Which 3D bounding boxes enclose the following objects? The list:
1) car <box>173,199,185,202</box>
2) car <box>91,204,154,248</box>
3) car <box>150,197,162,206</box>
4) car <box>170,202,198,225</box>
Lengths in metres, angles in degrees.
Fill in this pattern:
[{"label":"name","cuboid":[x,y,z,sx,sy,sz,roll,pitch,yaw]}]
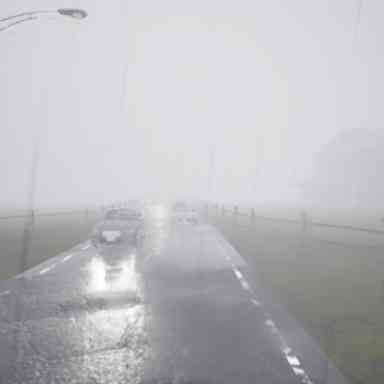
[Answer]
[{"label":"car","cuboid":[-1.526,1.578,38.834,1.837,1.490,4.892,0,0,-4]},{"label":"car","cuboid":[-3.140,1.514,15.018,2.128,1.511,4.902,0,0,-2]},{"label":"car","cuboid":[-6.182,1.627,56.773,1.837,1.490,4.892,0,0,-6]},{"label":"car","cuboid":[-0.603,1.641,24.755,1.895,1.301,4.718,0,0,-3]}]
